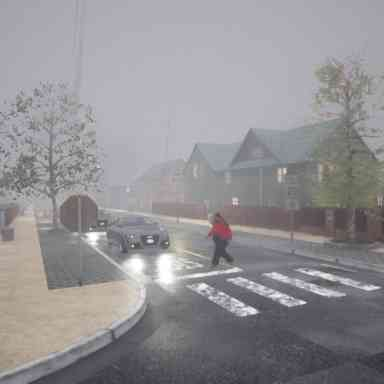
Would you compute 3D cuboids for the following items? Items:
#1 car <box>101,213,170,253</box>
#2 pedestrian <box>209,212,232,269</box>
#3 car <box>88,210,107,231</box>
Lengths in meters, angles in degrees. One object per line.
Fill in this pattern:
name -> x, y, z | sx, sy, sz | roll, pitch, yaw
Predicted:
car -> -2.551, 1.814, 15.049 | 1.994, 1.385, 4.181 | -1, -1, -27
pedestrian -> 0.878, 1.430, 10.322 | 0.375, 1.860, 0.375 | -2, 1, -26
car -> -6.905, 1.988, 24.068 | 1.994, 1.385, 4.181 | -1, -1, -26
